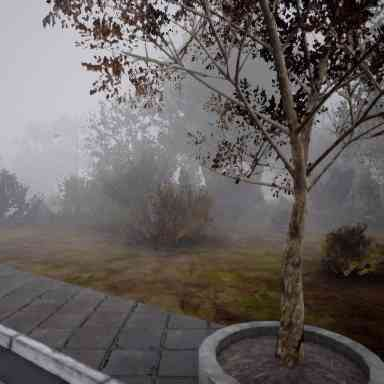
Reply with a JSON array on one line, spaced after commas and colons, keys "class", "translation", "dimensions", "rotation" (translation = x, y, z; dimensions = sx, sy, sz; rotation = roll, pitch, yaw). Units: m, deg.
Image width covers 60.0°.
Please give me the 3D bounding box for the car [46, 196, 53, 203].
[{"class": "car", "translation": [-18.041, 1.269, 42.232], "dimensions": [2.033, 1.411, 5.357], "rotation": [1, 0, 32]}]
